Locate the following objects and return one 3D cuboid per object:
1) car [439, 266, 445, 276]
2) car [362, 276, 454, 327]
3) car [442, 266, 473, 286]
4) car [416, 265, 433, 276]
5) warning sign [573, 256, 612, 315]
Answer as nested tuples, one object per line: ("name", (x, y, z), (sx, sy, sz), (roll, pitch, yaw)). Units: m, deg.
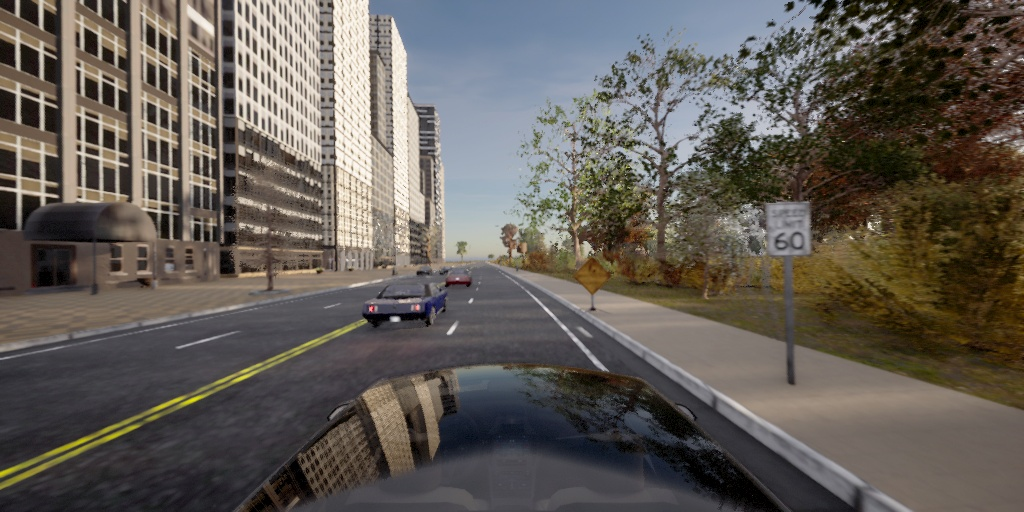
("car", (-9.462, 2.129, 52.441), (1.994, 1.385, 4.181), (-1, -1, -4))
("car", (-3.406, 1.552, 12.482), (1.895, 1.301, 4.718), (-1, -1, -2))
("car", (-4.306, 1.743, 29.501), (1.994, 1.385, 4.181), (-1, -1, -4))
("car", (-12.705, 2.134, 52.235), (1.837, 1.490, 4.892), (-1, -1, -4))
("warning sign", (2.688, 0.938, 11.950), (1.300, 1.860, 1.060), (0, 0, -2))
